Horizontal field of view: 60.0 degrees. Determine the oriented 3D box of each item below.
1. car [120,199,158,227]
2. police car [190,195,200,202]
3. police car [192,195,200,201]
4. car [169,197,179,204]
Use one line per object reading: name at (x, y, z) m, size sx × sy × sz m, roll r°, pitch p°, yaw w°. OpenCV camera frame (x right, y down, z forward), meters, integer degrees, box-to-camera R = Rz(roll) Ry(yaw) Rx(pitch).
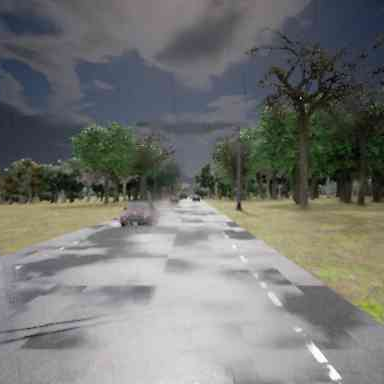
car at (-3.594, 1.406, 23.221) m, size 2.097 × 1.767 × 4.553 m, roll 0°, pitch 0°, yaw 0°
police car at (1.063, 1.568, 81.885) m, size 1.930 × 1.638 × 5.238 m, roll 0°, pitch 0°, yaw 0°
police car at (1.065, 1.658, 91.887) m, size 1.930 × 1.638 × 5.238 m, roll 0°, pitch -1°, yaw 0°
car at (-3.495, 1.653, 65.095) m, size 1.895 × 1.301 × 4.718 m, roll 0°, pitch 0°, yaw 0°
